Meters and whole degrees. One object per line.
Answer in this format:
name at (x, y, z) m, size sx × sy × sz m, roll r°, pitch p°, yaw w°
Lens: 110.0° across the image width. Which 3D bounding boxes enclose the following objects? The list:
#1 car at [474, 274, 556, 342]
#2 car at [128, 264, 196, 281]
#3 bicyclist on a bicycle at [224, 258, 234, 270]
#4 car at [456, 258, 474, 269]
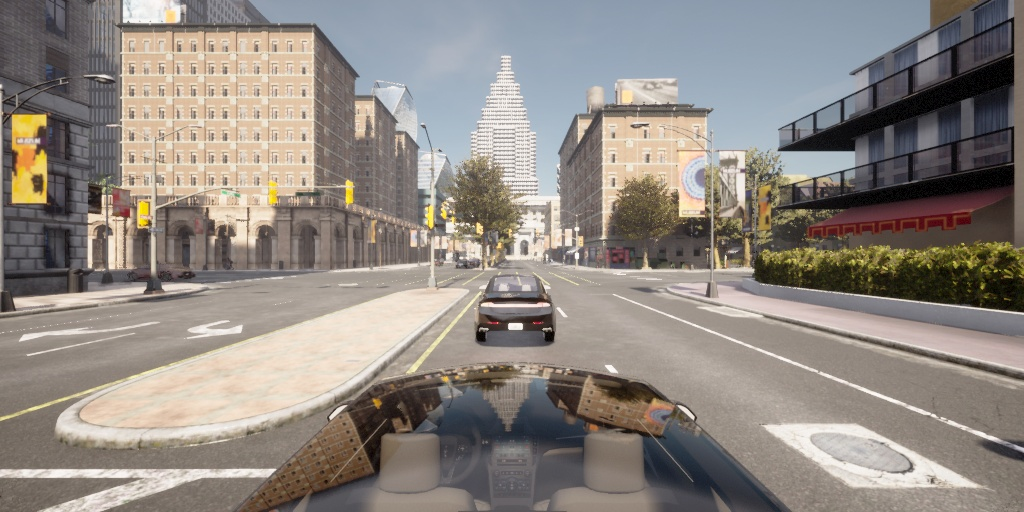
car at (0.083, 1.242, 9.815) m, size 2.128 × 1.511 × 4.902 m, roll 0°, pitch 0°, yaw 0°
car at (-28.517, 1.314, 29.289) m, size 4.181 × 1.385 × 1.994 m, roll 0°, pitch 0°, yaw 0°
bicyclist on a bicycle at (-37.237, 1.050, 47.226) m, size 0.582 × 1.620 × 1.656 m, roll 0°, pitch 0°, yaw 0°
car at (-8.002, 1.241, 58.564) m, size 2.128 × 1.511 × 4.902 m, roll 0°, pitch 0°, yaw 0°
